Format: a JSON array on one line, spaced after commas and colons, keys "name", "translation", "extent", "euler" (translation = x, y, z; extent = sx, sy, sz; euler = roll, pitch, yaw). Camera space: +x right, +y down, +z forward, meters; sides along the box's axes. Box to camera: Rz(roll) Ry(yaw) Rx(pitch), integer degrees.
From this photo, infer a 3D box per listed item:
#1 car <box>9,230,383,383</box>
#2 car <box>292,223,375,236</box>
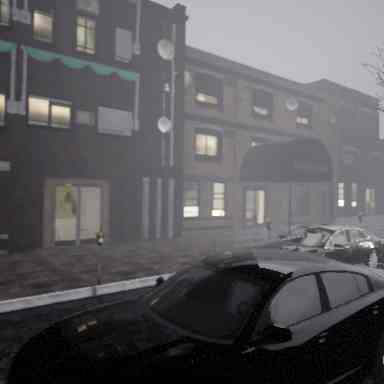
[{"name": "car", "translation": [0.691, 1.485, 3.871], "extent": [5.008, 1.535, 1.882], "euler": [0, 0, -35]}, {"name": "car", "translation": [3.616, 1.574, 9.279], "extent": [4.403, 1.369, 2.008], "euler": [0, 1, -35]}]
